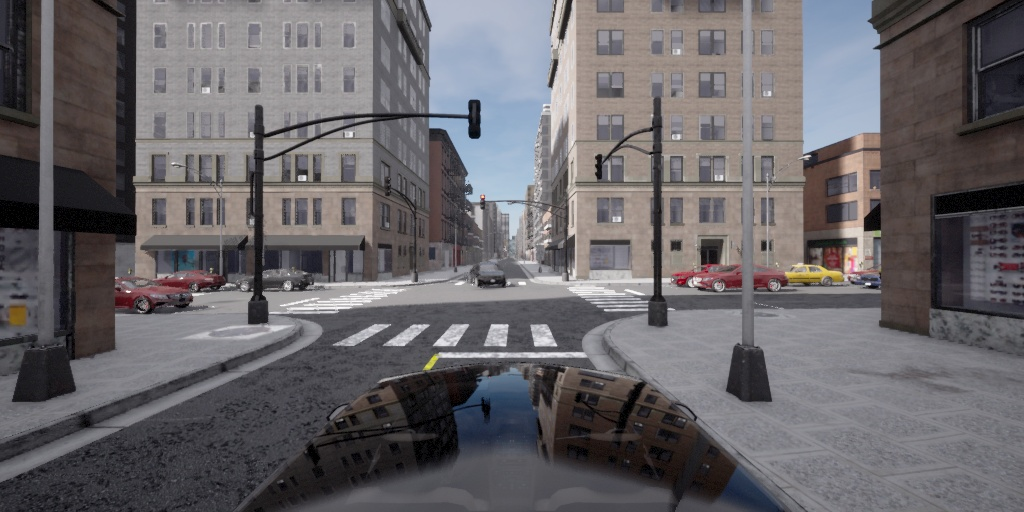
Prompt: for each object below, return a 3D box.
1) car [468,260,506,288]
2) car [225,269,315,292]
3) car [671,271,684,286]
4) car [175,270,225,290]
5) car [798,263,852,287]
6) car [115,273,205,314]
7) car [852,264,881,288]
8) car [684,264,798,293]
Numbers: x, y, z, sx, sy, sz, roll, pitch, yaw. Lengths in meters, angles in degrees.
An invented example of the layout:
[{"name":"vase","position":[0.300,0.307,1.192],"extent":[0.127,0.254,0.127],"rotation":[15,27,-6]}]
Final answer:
[{"name":"car","position":[-1.767,1.239,24.159],"extent":[1.882,1.535,5.008],"rotation":[-1,0,-14]},{"name":"car","position":[-14.631,1.458,22.200],"extent":[4.403,1.370,2.007],"rotation":[0,0,0]},{"name":"car","position":[12.132,1.190,22.027],"extent":[4.507,1.381,1.888],"rotation":[0,0,0]},{"name":"car","position":[-20.159,1.545,22.235],"extent":[4.207,1.307,1.802],"rotation":[0,0,0]},{"name":"car","position":[17.454,1.117,21.993],"extent":[4.829,1.417,1.751],"rotation":[0,0,0]},{"name":"car","position":[-14.660,1.451,13.674],"extent":[4.207,1.307,1.802],"rotation":[0,0,0]},{"name":"car","position":[21.774,1.087,19.208],"extent":[5.357,1.411,2.033],"rotation":[-1,0,1]},{"name":"car","position":[12.187,1.157,19.272],"extent":[4.674,1.442,1.812],"rotation":[-1,0,1]}]
